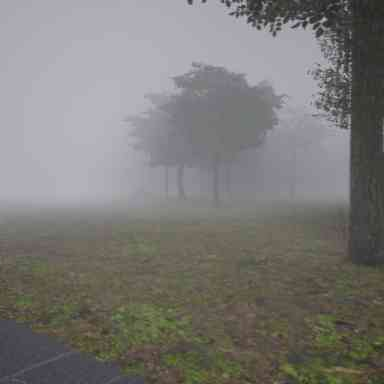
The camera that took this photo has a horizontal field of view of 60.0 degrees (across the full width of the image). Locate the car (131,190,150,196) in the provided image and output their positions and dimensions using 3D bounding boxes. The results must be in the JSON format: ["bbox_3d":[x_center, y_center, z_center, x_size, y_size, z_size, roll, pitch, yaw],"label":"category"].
[{"bbox_3d":[-12.911,0.233,83.520,2.033,1.411,5.357,2,2,36],"label":"car"}]
